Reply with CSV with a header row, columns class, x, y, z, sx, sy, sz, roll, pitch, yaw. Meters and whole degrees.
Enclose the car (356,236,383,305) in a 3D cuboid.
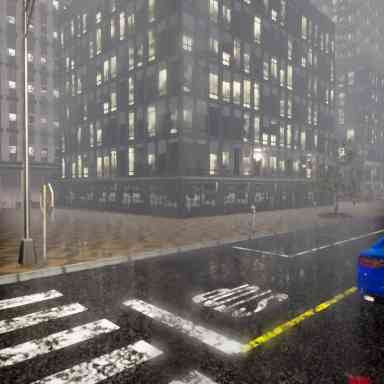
class,x,y,z,sx,sy,sz,roll,pitch,yaw
car,5.190,1.388,6.973,5.008,1.535,1.882,-1,1,-44
